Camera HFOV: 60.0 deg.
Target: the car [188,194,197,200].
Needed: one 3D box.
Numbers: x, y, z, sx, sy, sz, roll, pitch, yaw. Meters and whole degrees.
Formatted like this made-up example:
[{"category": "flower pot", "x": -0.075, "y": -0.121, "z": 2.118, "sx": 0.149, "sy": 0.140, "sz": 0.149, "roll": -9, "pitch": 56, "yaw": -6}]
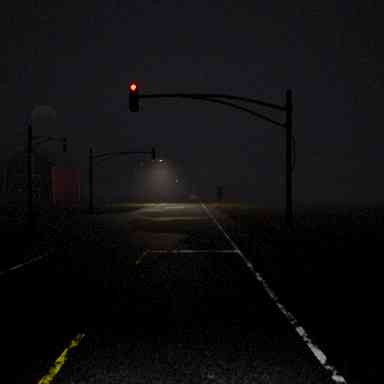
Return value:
[{"category": "car", "x": 0.101, "y": 1.225, "z": 86.558, "sx": 2.097, "sy": 1.767, "sz": 4.553, "roll": 0, "pitch": 0, "yaw": 0}]
